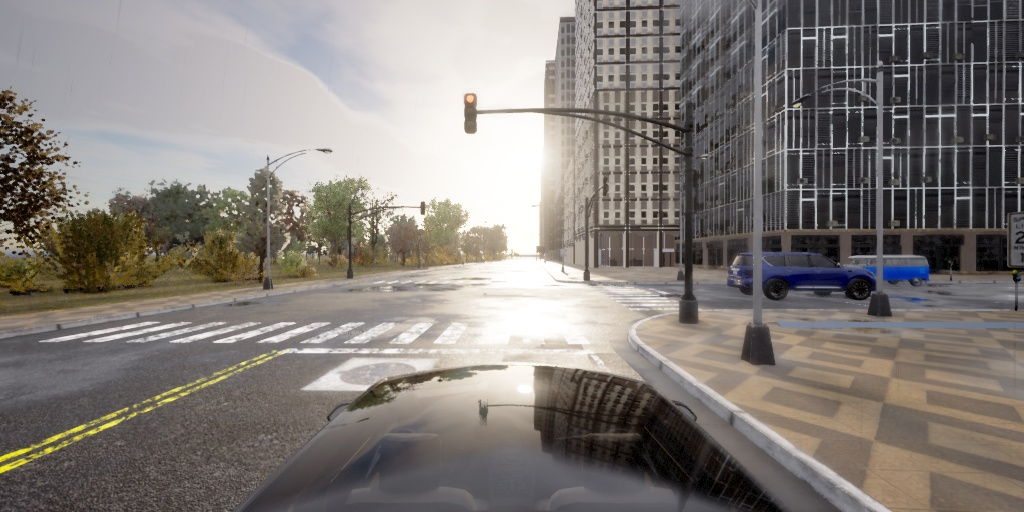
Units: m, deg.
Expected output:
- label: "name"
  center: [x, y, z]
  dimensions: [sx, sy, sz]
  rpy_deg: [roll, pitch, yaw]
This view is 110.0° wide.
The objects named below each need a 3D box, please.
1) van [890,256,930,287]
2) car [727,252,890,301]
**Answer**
- label: "van"
  center: [21.988, 0.856, 21.226]
  dimensions: [3.998, 1.789, 1.690]
  rpy_deg: [0, 0, 4]
- label: "car"
  center: [12.731, 0.833, 15.983]
  dimensions: [5.566, 2.045, 2.150]
  rpy_deg: [0, 0, 4]
